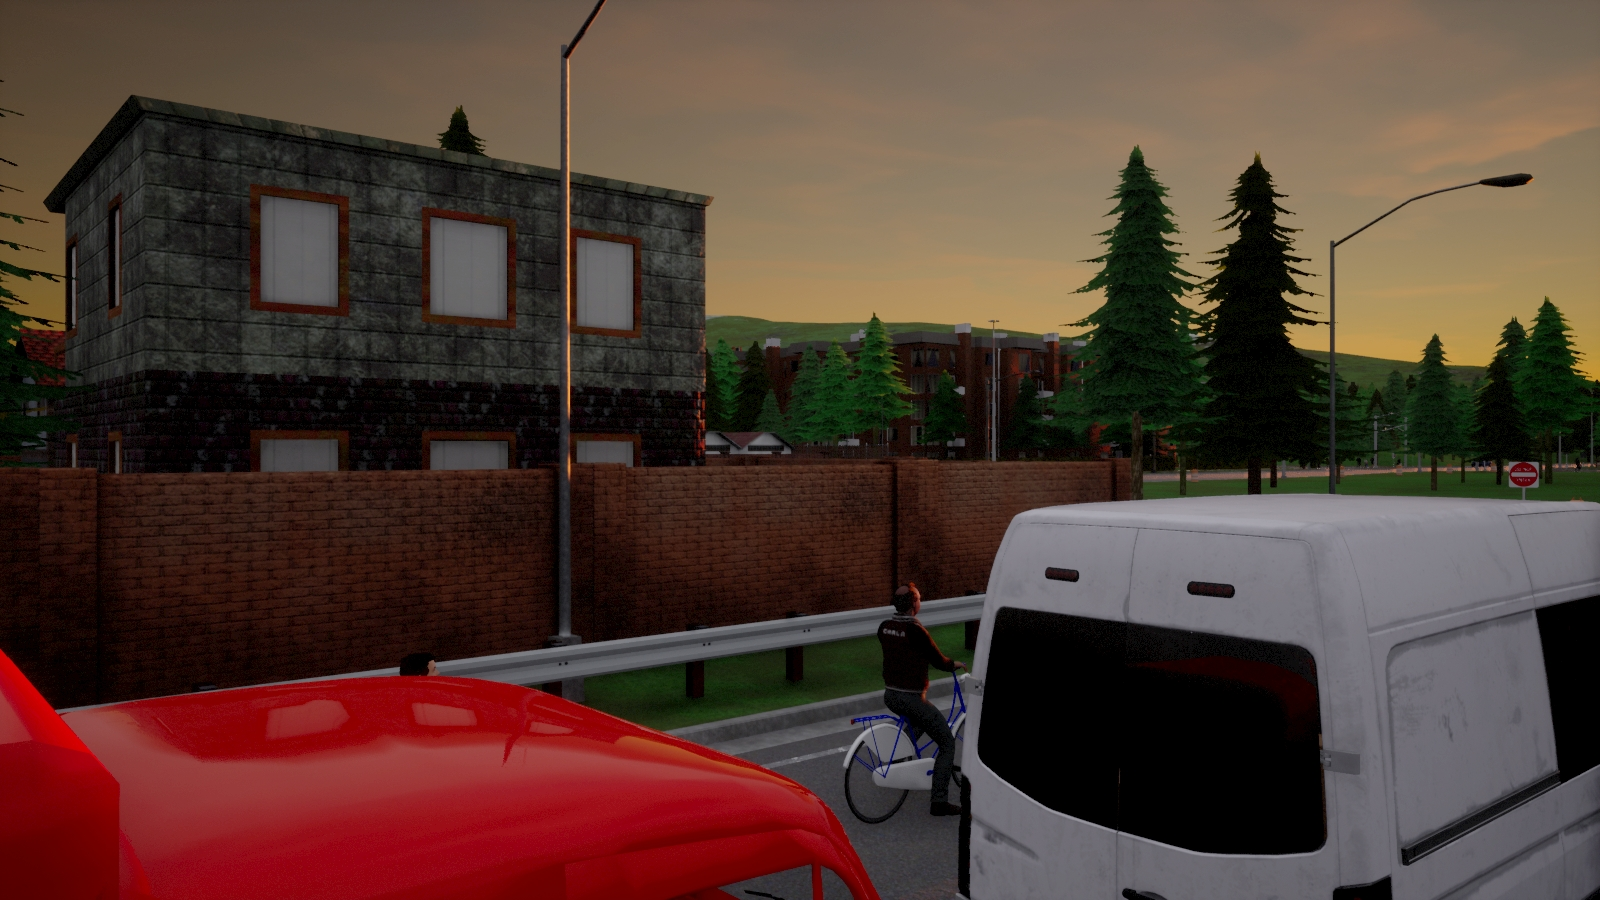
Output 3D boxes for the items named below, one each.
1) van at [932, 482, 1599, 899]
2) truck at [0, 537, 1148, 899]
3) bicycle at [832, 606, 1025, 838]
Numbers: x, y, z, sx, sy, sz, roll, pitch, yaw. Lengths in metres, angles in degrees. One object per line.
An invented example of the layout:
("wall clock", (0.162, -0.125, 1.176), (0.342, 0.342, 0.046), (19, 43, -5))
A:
("van", (3.509, 1.534, 6.458), (5.915, 2.561, 1.988), (0, 0, -40))
("truck", (-2.109, 1.568, 1.686), (5.204, 2.467, 2.627), (0, 0, -40))
("bicycle", (1.045, 2.060, 8.955), (1.835, 1.471, 0.329), (0, 0, -40))
